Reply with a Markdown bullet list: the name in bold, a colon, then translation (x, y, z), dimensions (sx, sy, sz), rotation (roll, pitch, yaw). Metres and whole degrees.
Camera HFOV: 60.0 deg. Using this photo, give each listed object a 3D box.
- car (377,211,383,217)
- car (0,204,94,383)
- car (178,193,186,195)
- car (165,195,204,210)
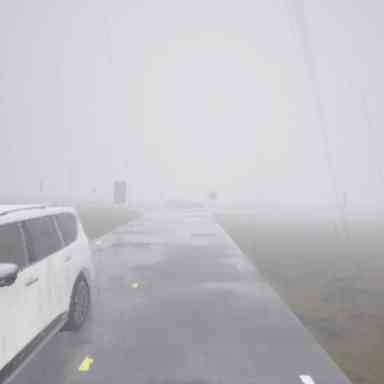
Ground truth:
- **car**: translation (26.021, 2.680, 41.742), dimensions (4.718, 1.301, 1.895), rotation (2, -1, 0)
- **car**: translation (-2.850, 1.221, 3.890), dimensions (2.150, 2.045, 5.566), rotation (0, 0, 0)
- **car**: translation (-2.761, 0.954, 93.506), dimensions (2.097, 1.767, 4.553), rotation (0, 0, 0)
- **car**: translation (-0.955, 1.481, 41.575), dimensions (4.902, 1.511, 2.128), rotation (2, -1, 0)
